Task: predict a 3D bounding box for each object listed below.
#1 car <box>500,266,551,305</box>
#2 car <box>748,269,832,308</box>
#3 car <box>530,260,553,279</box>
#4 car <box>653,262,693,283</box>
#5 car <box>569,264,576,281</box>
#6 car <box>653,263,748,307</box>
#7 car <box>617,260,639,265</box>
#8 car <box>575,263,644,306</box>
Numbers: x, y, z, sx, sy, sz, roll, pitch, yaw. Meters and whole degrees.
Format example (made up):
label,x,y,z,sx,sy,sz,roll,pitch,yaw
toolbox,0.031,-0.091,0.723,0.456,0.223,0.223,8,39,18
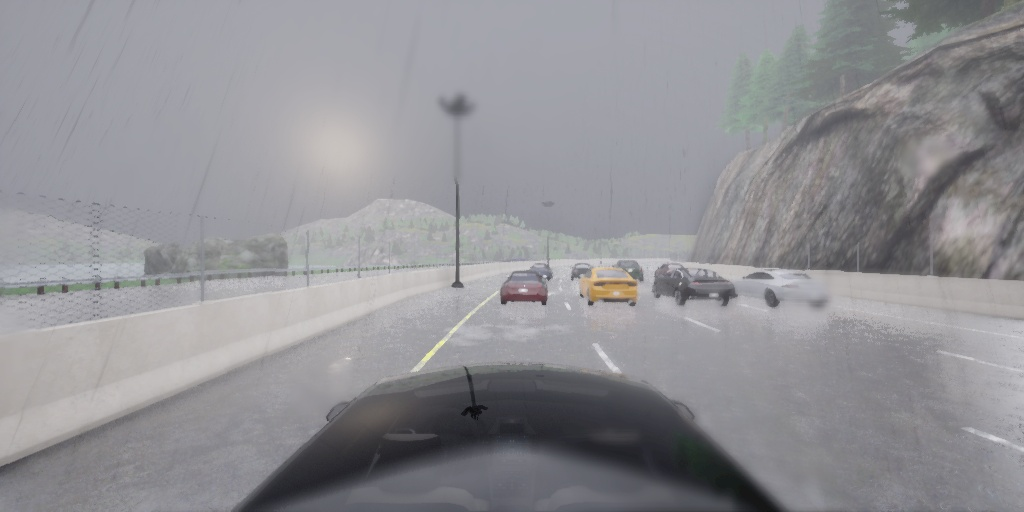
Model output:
label,x,y,z,sx,sy,sz,roll,pitch,yaw
car,0.607,1.322,16.045,1.994,1.385,4.181,0,0,5
car,11.071,1.283,15.170,1.812,1.442,4.674,0,0,5
car,2.425,1.322,30.489,1.994,1.385,4.181,0,0,10
car,12.779,1.283,28.745,1.812,1.442,4.674,0,0,10
car,5.876,1.283,29.907,1.812,1.442,4.674,0,0,10
car,7.583,1.245,15.462,2.128,1.511,4.902,0,0,5
car,9.323,1.116,29.296,2.097,1.767,4.553,0,0,10
car,4.095,1.235,15.753,1.882,1.535,5.008,0,0,5
